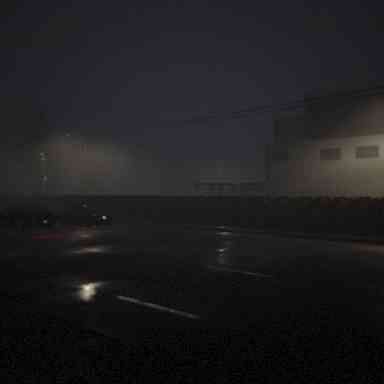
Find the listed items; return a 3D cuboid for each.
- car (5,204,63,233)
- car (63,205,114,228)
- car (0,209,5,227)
[{"bbox_3d":[-10.118,1.474,19.807,5.008,1.535,1.882,0,0,36],"label":"car"},{"bbox_3d":[-7.124,1.560,21.971,4.181,1.385,1.994,0,0,36],"label":"car"},{"bbox_3d":[-11.425,1.560,16.440,4.181,1.385,1.994,0,0,36],"label":"car"}]
